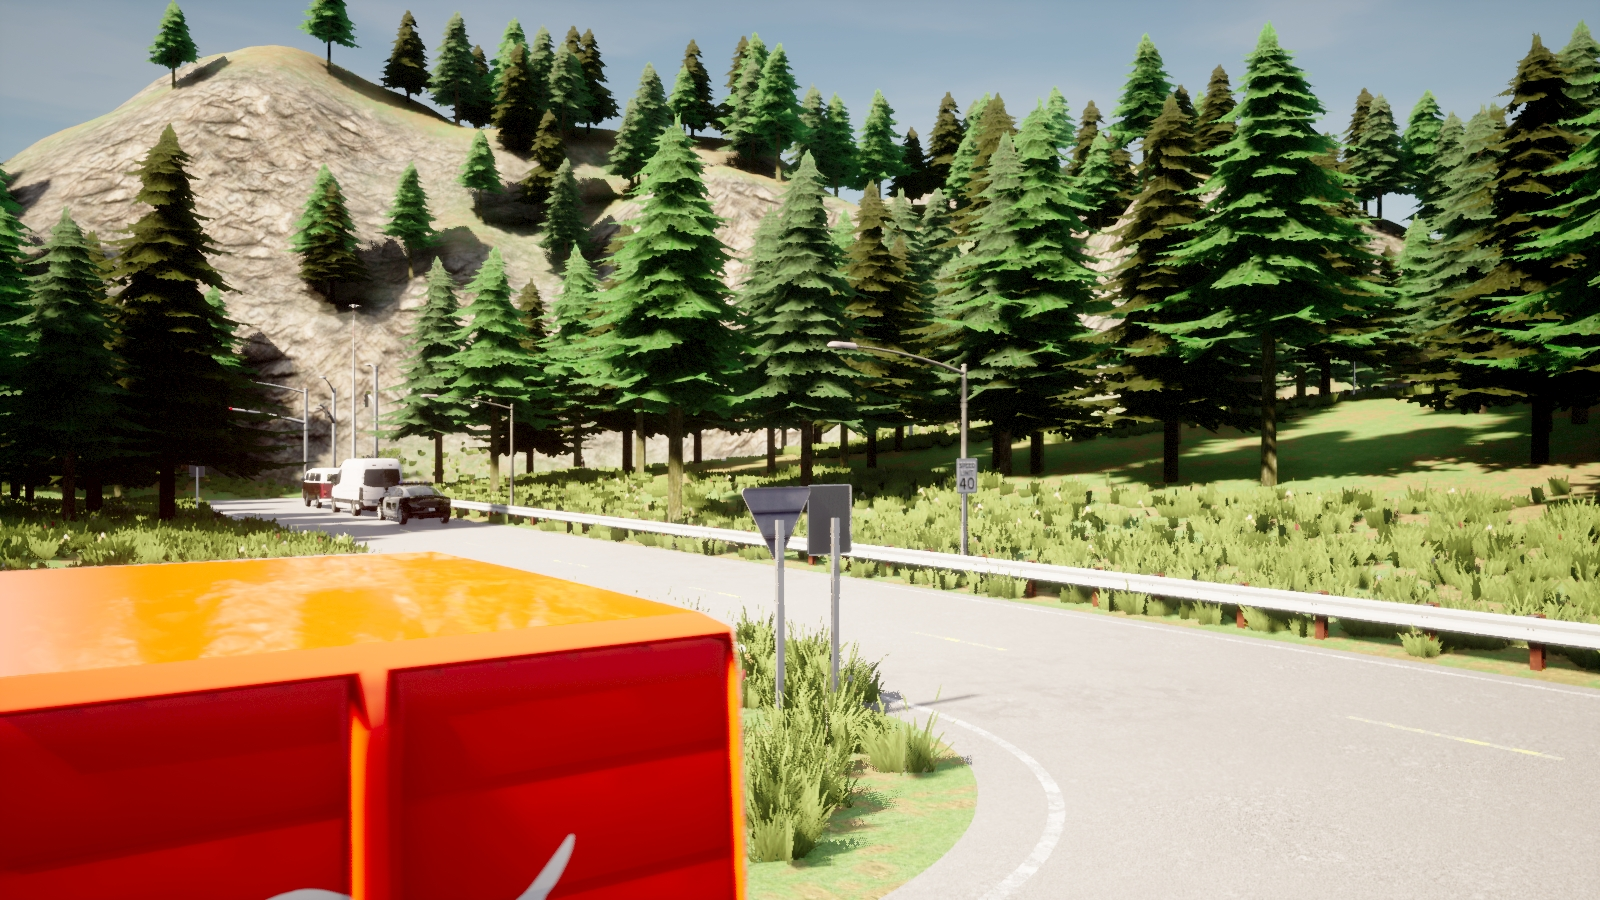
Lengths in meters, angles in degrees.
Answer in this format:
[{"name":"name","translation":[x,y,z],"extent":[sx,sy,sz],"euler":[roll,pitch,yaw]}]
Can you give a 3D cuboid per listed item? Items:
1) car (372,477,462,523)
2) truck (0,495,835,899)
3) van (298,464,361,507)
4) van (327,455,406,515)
[{"name":"car","translation":[-15.723,1.982,46.760],"extent":[2.097,1.638,5.238],"euler":[0,0,-35]},{"name":"truck","translation":[-2.812,1.423,1.863],"extent":[5.204,2.467,2.627],"euler":[0,0,-35]},{"name":"van","translation":[-24.143,1.782,58.581],"extent":[2.069,2.038,4.480],"euler":[0,0,-35]},{"name":"van","translation":[-20.079,1.534,52.765],"extent":[1.988,2.561,5.915],"euler":[0,0,-35]}]
